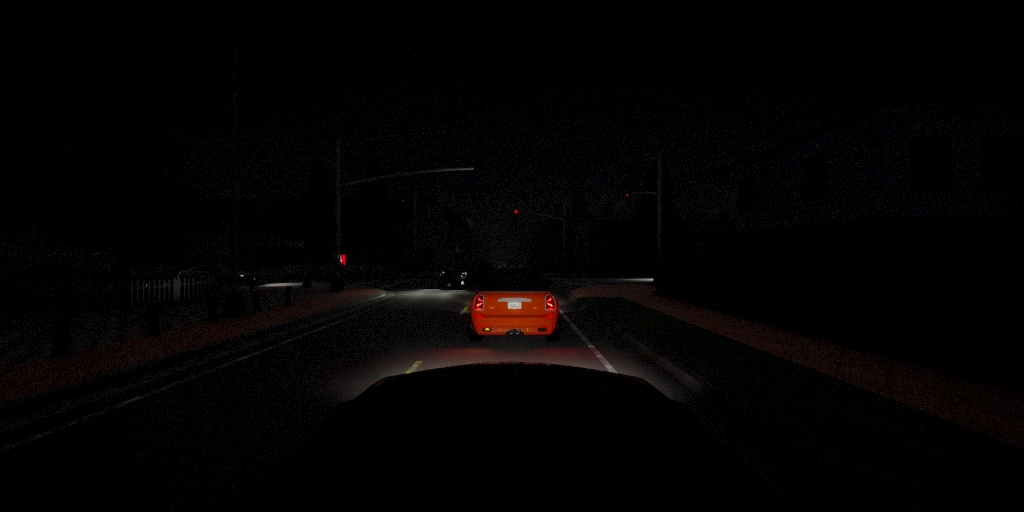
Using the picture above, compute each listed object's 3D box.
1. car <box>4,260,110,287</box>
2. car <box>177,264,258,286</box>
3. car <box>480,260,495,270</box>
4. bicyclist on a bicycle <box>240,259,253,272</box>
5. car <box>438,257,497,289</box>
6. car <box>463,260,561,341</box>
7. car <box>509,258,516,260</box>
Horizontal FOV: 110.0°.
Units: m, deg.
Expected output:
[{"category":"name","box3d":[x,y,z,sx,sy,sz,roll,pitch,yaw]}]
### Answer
[{"category":"car","box3d":[-30.190,1.243,24.149,5.008,1.535,1.882,0,0,-1]},{"category":"car","box3d":[-20.010,1.291,24.465,4.674,1.442,1.812,0,0,-2]},{"category":"car","box3d":[-3.620,1.314,54.294,1.994,1.385,4.181,0,0,0]},{"category":"bicyclist on a bicycle","box3d":[-23.575,1.066,31.823,0.582,1.620,1.656,0,0,-2]},{"category":"car","box3d":[-2.689,1.103,22.805,2.097,1.767,4.553,0,0,26]},{"category":"car","box3d":[0.067,1.102,9.977,2.097,1.767,4.553,0,0,0]},{"category":"car","box3d":[0.065,1.241,64.521,2.128,1.511,4.902,0,0,0]}]
